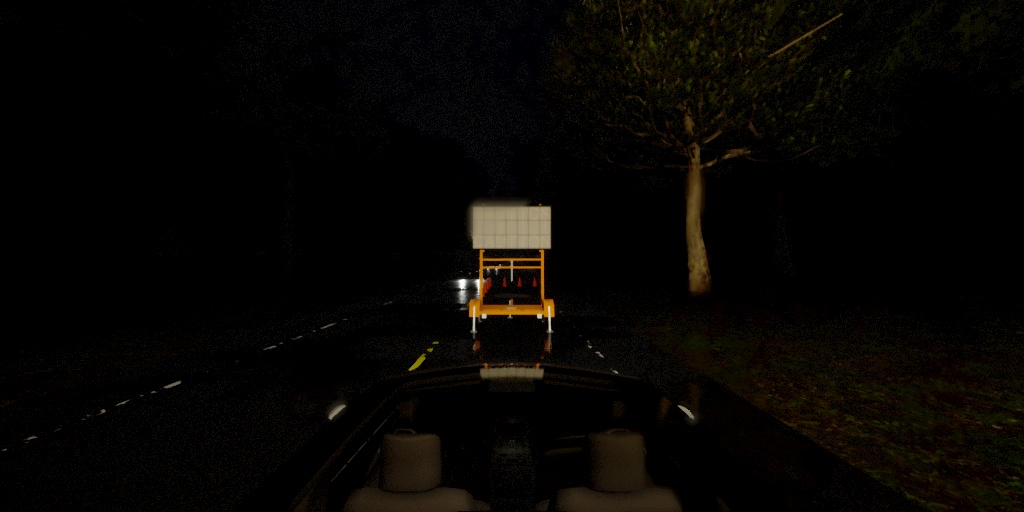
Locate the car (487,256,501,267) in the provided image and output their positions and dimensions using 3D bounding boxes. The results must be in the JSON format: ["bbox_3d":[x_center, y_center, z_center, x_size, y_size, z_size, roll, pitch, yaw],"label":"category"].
[{"bbox_3d":[-3.527,1.223,64.877,1.812,1.442,4.674,0,1,0],"label":"car"}]

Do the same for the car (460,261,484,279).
[{"bbox_3d":[-3.612,1.251,33.039,1.837,1.490,4.892,0,0,0],"label":"car"}]

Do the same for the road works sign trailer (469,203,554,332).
[{"bbox_3d":[-0.005,0.217,10.821,2.380,3.560,2.880,0,0,0],"label":"road works sign trailer"}]
